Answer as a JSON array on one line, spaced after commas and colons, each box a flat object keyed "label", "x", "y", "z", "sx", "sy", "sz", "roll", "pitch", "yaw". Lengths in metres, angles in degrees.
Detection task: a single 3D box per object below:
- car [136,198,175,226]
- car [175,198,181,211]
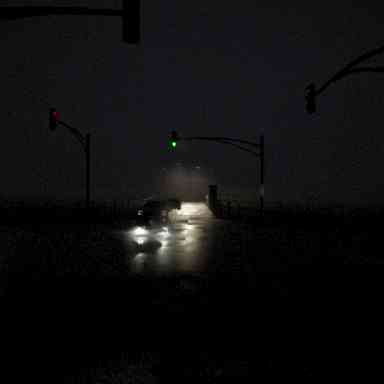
[{"label": "car", "x": -2.561, "y": 1.348, "z": 23.460, "sx": 2.097, "sy": 1.767, "sz": 4.553, "roll": 0, "pitch": 0, "yaw": 1}, {"label": "car", "x": -2.347, "y": 1.493, "z": 41.786, "sx": 1.882, "sy": 1.535, "sz": 5.008, "roll": 0, "pitch": 0, "yaw": 1}]
